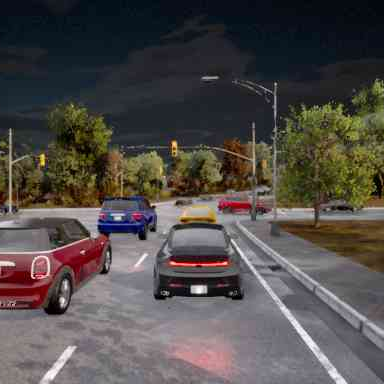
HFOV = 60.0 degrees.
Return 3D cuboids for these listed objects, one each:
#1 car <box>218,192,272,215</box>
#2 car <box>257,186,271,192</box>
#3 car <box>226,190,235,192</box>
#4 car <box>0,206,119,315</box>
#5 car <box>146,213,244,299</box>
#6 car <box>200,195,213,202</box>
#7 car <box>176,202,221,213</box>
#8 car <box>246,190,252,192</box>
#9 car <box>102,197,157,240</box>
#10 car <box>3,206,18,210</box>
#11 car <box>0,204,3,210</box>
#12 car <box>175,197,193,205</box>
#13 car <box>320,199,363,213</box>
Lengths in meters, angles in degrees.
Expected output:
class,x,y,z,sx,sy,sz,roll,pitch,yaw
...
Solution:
class,x,y,z,sx,sy,sz,roll,pitch,yaw
car,5.434,1.316,34.697,5.566,2.045,2.150,0,1,25
car,17.911,0.149,83.010,1.882,1.535,5.008,0,3,33
car,9.228,0.351,82.080,2.097,1.767,4.553,0,3,28
car,-3.356,1.362,7.758,2.097,1.767,4.553,0,0,1
car,0.150,1.516,8.425,1.837,1.490,4.892,0,0,1
car,3.042,1.285,69.432,1.994,1.385,4.181,0,2,21
car,0.340,1.518,17.804,1.882,1.535,5.008,0,0,2
car,14.590,0.266,84.288,1.994,1.385,4.181,0,3,33
car,-3.189,1.260,17.321,2.150,2.045,5.566,0,0,2
car,-21.189,1.826,35.611,4.718,1.301,1.895,-1,0,3
car,-21.534,1.708,32.121,4.902,1.511,2.128,-1,0,4
car,-1.341,1.640,57.029,2.033,1.411,5.357,0,1,17
car,16.368,1.533,36.977,4.902,1.511,2.128,-1,0,4
